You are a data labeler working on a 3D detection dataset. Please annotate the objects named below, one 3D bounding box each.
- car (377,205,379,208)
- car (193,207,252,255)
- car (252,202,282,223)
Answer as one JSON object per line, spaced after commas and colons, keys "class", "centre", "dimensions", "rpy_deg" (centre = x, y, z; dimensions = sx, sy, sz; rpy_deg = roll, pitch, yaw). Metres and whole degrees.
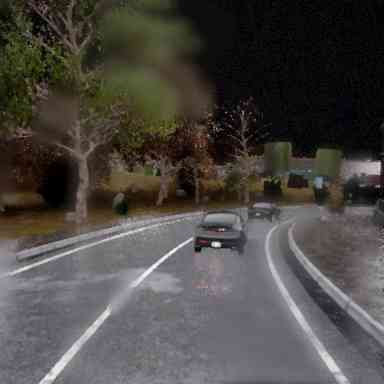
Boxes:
{"class": "car", "centre": [37.509, 2.742, 64.038], "dimensions": [4.892, 1.490, 1.837], "rpy_deg": [3, 3, -38]}
{"class": "car", "centre": [1.316, 1.517, 13.502], "dimensions": [1.837, 1.490, 4.892], "rpy_deg": [1, 0, 12]}
{"class": "car", "centre": [6.054, 1.573, 27.324], "dimensions": [1.882, 1.535, 5.008], "rpy_deg": [3, 1, 26]}
